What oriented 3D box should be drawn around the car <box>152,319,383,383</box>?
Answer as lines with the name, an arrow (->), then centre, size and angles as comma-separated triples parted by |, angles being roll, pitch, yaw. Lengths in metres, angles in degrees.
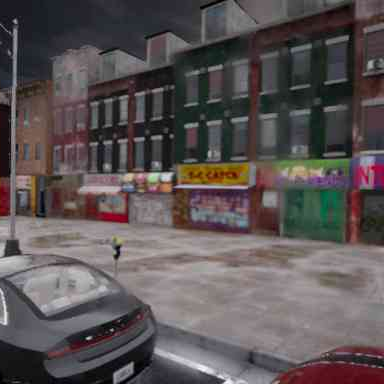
car -> 2.056, 1.441, 1.323 | 4.097, 1.590, 1.967 | 0, 1, 36

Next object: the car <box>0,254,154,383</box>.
car -> -2.456, 1.549, 4.547 | 4.403, 1.369, 2.008 | 0, 1, 36
